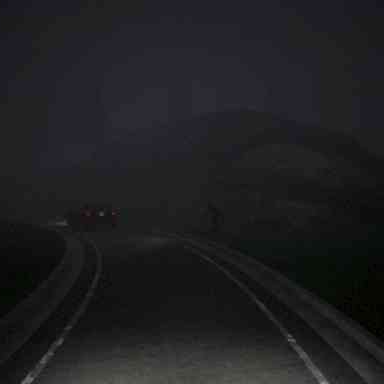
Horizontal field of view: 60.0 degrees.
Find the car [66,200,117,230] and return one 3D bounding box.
[{"bbox_3d":[-6.676,1.373,21.720,2.097,1.767,4.553,0,0,-36],"label":"car"}]

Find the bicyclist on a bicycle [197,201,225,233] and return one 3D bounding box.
[{"bbox_3d":[0.986,1.296,16.980,1.656,1.620,0.582,-1,0,-24],"label":"bicyclist on a bicycle"}]
